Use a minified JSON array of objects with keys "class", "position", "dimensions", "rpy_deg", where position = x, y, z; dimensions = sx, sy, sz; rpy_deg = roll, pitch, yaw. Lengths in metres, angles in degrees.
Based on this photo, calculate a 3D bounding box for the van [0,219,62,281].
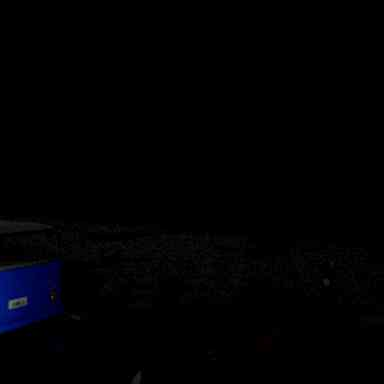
[{"class":"van","position":[-3.977,1.341,5.807],"dimensions":[3.998,1.788,1.690],"rpy_deg":[0,0,36]}]

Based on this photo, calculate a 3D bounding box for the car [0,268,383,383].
[{"class":"car","position":[0.587,1.545,2.547],"dimensions":[4.507,1.381,1.887],"rpy_deg":[0,0,36]}]
